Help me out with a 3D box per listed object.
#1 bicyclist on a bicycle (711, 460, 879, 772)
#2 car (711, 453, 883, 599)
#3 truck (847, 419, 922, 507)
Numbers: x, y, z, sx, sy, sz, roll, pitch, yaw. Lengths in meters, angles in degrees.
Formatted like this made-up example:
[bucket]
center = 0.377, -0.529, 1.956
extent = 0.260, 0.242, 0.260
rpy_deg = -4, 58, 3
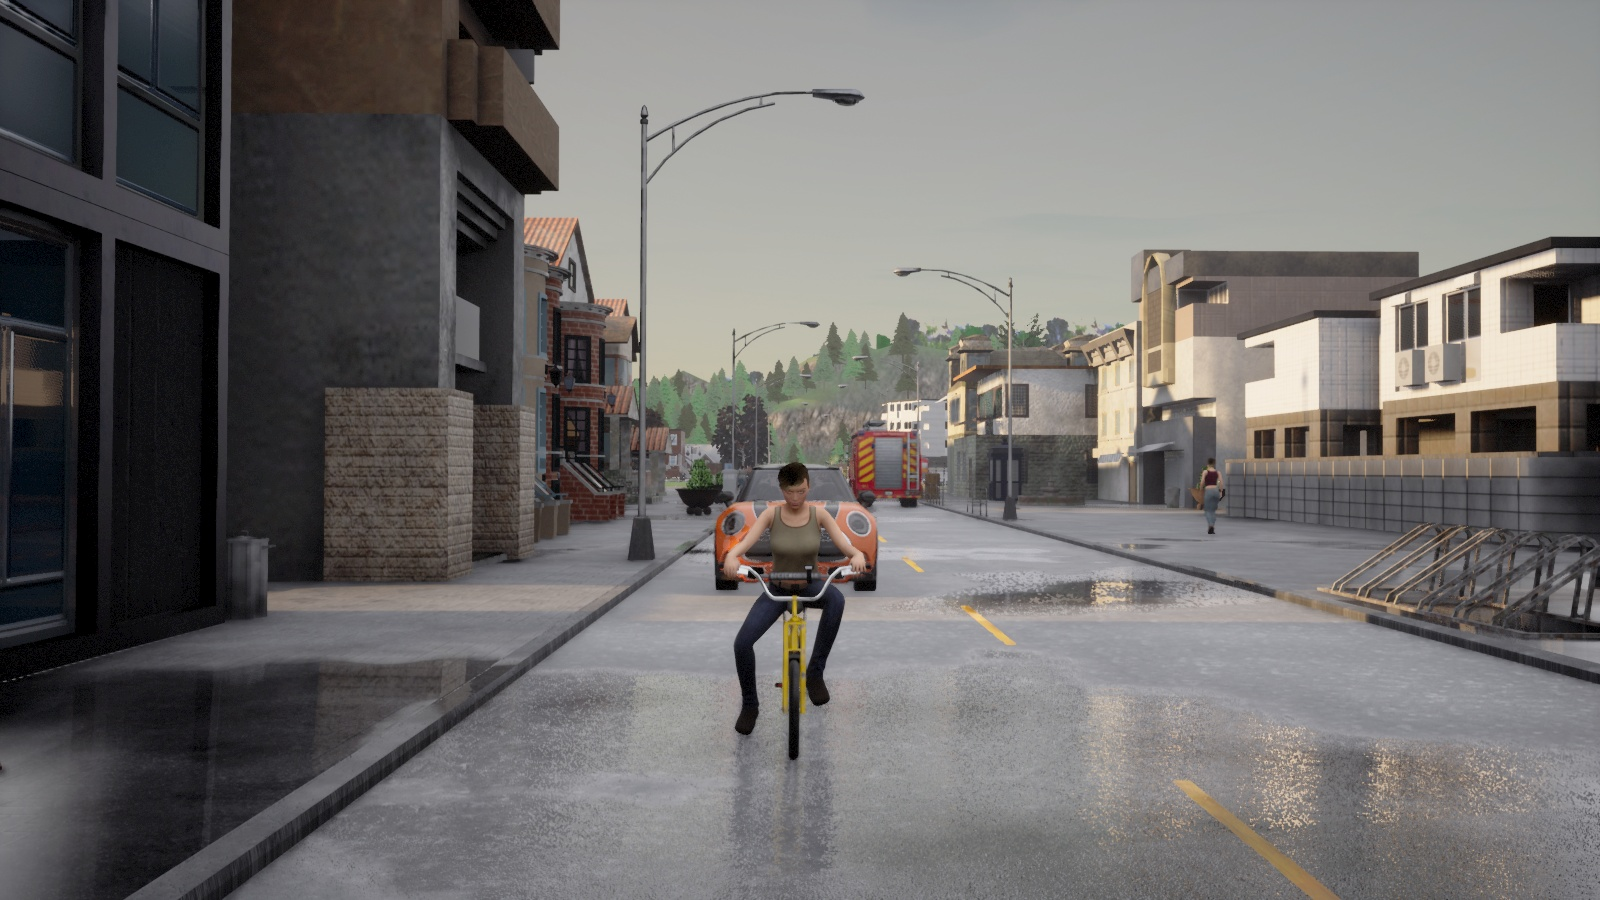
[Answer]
[bicyclist on a bicycle]
center = -0.023, 0.873, 7.276
extent = 0.866, 1.612, 1.509
rpy_deg = 0, -1, 0
[car]
center = -0.045, 0.968, 17.590
extent = 2.097, 1.767, 4.553
rpy_deg = 0, -1, 0
[truck]
center = 3.847, 0.625, 59.111
extent = 2.891, 3.827, 8.468
rpy_deg = 0, -1, 0
